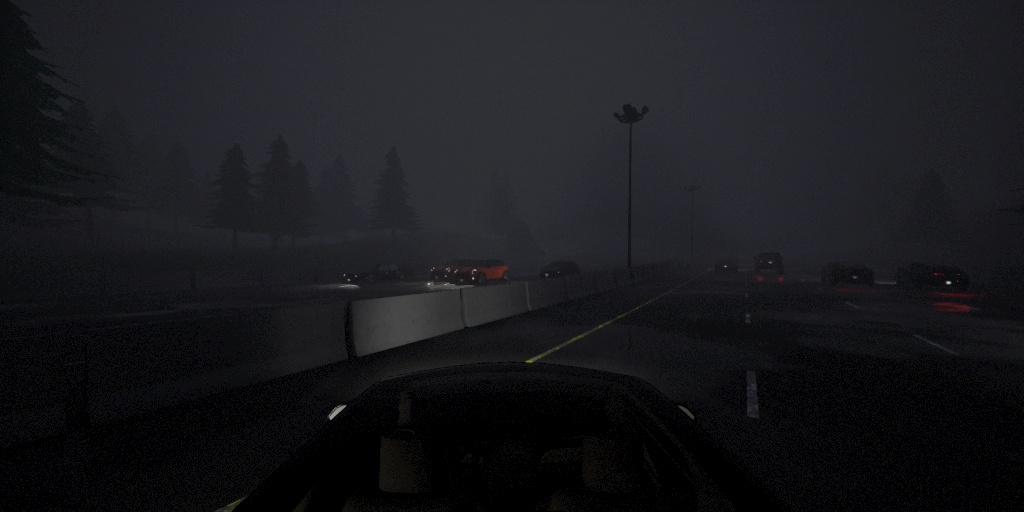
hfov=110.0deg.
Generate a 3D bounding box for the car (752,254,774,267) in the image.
[{"bbox_3d":[32.801,0.583,47.010,2.128,1.511,4.902,0,1,32],"label":"car"}]

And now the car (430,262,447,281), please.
[{"bbox_3d":[-4.398,1.014,28.598,2.097,1.767,4.553,0,1,33],"label":"car"}]

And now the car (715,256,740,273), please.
[{"bbox_3d":[22.118,0.956,36.980,1.994,1.385,4.181,0,1,33],"label":"car"}]

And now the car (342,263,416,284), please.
[{"bbox_3d":[-9.746,1.240,26.797,2.033,1.411,5.357,0,0,33],"label":"car"}]

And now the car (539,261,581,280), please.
[{"bbox_3d":[3.887,1.131,28.489,1.837,1.490,4.892,0,1,33],"label":"car"}]

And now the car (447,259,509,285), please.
[{"bbox_3d":[-2.130,1.026,25.666,2.097,1.767,4.553,0,1,33],"label":"car"}]

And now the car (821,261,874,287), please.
[{"bbox_3d":[21.452,1.058,23.082,1.882,1.535,5.008,0,1,33],"label":"car"}]

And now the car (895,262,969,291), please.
[{"bbox_3d":[24.096,1.096,20.728,1.837,1.490,4.892,0,1,33],"label":"car"}]

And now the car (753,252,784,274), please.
[{"bbox_3d":[24.674,0.628,34.484,2.150,2.045,5.566,0,1,33],"label":"car"}]
